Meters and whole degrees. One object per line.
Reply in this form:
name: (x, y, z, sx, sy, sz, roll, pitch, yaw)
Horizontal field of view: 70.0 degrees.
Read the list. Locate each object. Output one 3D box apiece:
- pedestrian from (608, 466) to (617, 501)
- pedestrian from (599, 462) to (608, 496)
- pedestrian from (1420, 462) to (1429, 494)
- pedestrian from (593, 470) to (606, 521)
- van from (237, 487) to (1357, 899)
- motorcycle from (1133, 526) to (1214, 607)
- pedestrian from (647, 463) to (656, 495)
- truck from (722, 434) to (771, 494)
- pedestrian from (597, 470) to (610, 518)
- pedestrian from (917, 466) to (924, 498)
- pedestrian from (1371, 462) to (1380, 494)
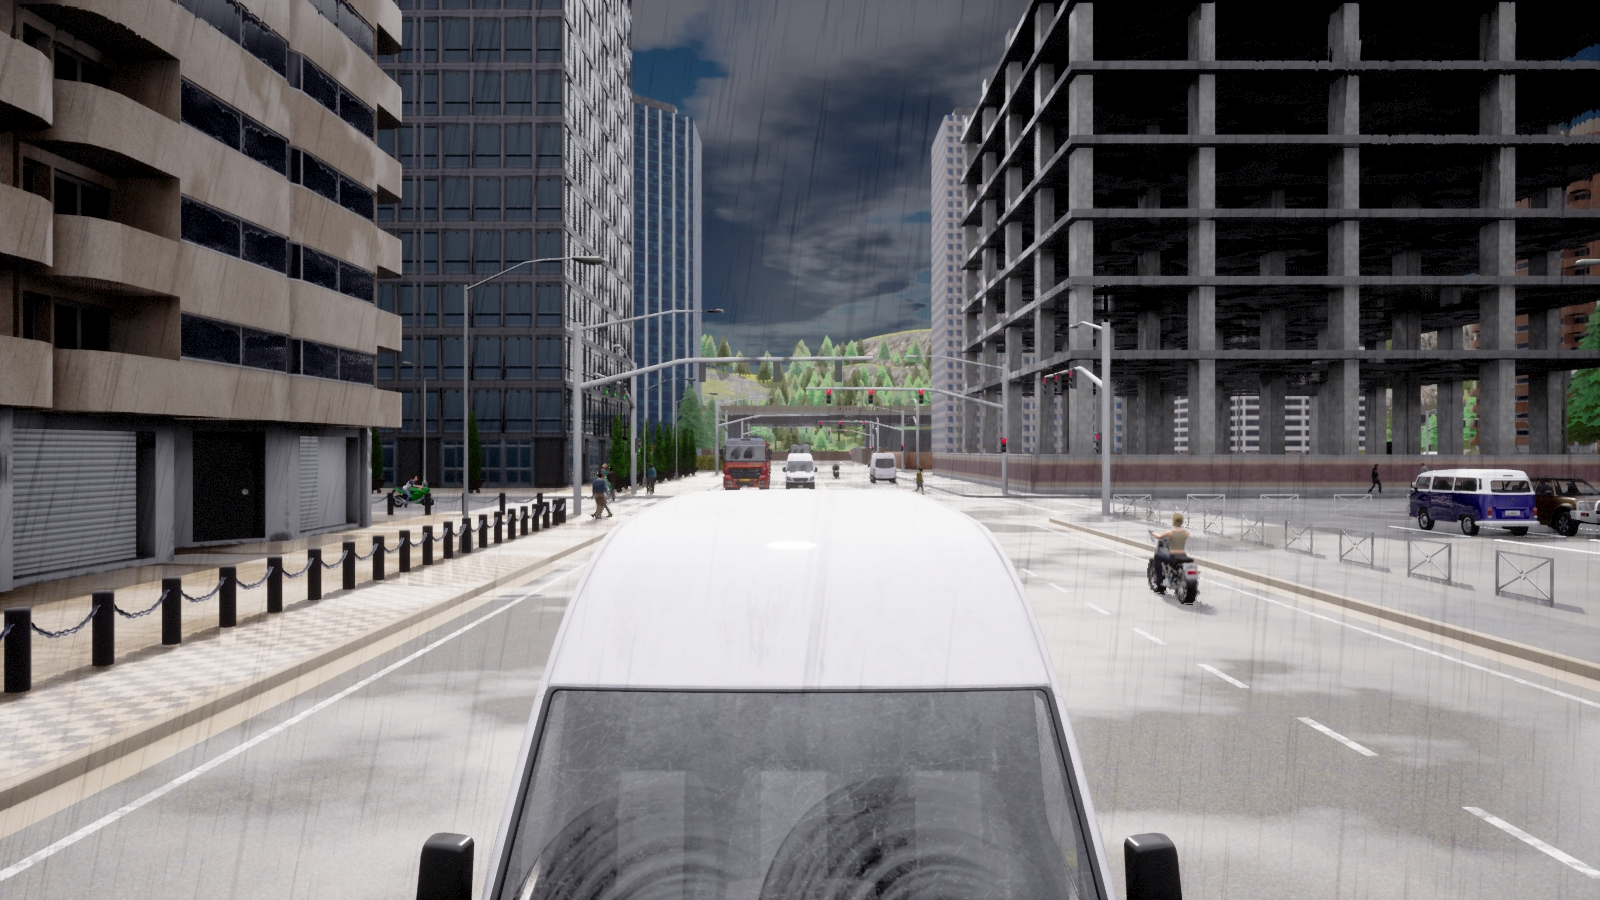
pedestrian: (-9.984, 1.793, 60.790, 0.375, 1.860, 0.375, 0, 0, -21)
pedestrian: (-11.120, 1.641, 64.710, 0.375, 1.860, 0.375, 0, 0, 33)
pedestrian: (36.501, 1.642, 66.797, 0.375, 1.860, 0.375, 0, 0, 8)
pedestrian: (-7.492, 1.697, 42.682, 0.375, 1.860, 0.375, 0, 0, 5)
van: (-0.002, 1.534, 4.985, 1.988, 2.561, 5.915, 0, 0, 0)
motorcycle: (6.999, 2.155, 21.540, 0.764, 1.307, 2.356, 0, 0, 0)
pedestrian: (-8.493, 1.649, 65.260, 0.375, 1.860, 0.375, 0, 0, 20)
truck: (-3.496, 0.891, 77.013, 2.891, 3.827, 8.468, 0, 0, 0)
pedestrian: (-7.644, 1.696, 44.433, 0.375, 1.860, 0.375, 0, 0, -44)
pedestrian: (7.036, 1.846, 66.880, 0.375, 1.860, 0.375, 0, 0, -3)
pedestrian: (33.512, 1.641, 66.554, 0.375, 1.860, 0.375, 0, 0, 6)
